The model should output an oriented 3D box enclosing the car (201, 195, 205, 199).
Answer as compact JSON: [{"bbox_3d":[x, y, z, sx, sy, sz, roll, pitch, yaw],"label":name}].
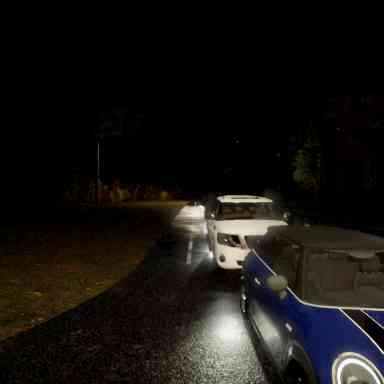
[{"bbox_3d":[2.310,1.214,50.803,1.882,1.535,5.008,0,0,2],"label":"car"}]

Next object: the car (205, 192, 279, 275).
[{"bbox_3d":[1.666,1.160,10.542,2.150,2.045,5.566,0,0,1],"label":"car"}]

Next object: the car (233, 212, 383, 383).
[{"bbox_3d":[1.934,1.338,4.198,2.097,1.767,4.553,0,0,-1],"label":"car"}]

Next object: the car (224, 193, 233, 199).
[{"bbox_3d":[9.830,1.072,89.878,1.994,1.385,4.181,0,0,1],"label":"car"}]

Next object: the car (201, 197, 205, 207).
[{"bbox_3d":[1.881,1.367,25.744,1.837,1.490,4.892,0,0,1],"label":"car"}]
